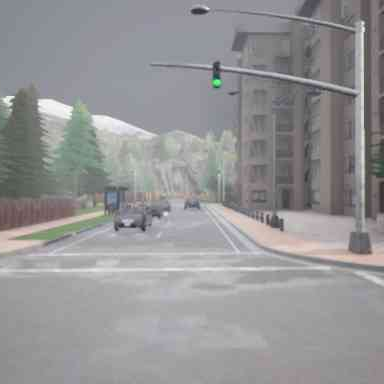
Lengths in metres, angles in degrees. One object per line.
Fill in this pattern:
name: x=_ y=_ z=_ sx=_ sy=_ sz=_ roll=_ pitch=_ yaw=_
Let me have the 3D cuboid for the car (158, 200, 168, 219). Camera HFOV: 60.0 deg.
car: x=-3.575 y=1.665 z=30.166 sx=1.895 sy=1.301 sz=4.718 roll=0 pitch=0 yaw=0

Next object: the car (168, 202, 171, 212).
car: x=-3.552 y=1.648 z=40.189 sx=1.994 sy=1.385 sz=4.181 roll=0 pitch=0 yaw=0

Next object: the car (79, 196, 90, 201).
car: x=-24.982 y=1.345 z=76.492 sx=1.932 sy=1.855 sz=4.605 roll=0 pitch=0 yaw=-1

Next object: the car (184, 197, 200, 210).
car: x=0.026 y=1.440 z=45.707 sx=2.097 sy=1.767 sz=4.553 roll=0 pitch=0 yaw=0

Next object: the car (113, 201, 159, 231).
car: x=-3.582 y=1.538 z=20.936 sx=2.128 sy=1.511 sz=4.902 roll=0 pitch=0 yaw=0
